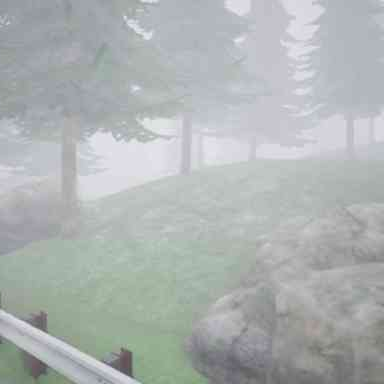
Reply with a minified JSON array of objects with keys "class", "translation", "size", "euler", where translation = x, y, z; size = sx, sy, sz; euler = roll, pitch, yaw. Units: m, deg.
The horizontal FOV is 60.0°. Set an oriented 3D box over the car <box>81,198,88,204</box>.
[{"class":"car","translation":[-20.303,1.602,58.581],"size":[4.902,1.511,2.128],"euler":[0,0,39]}]
